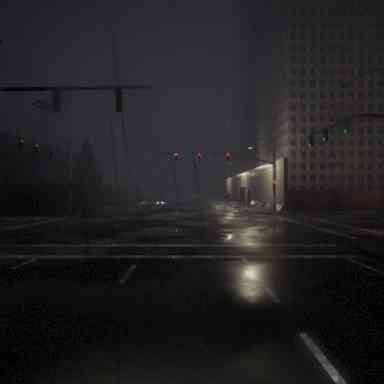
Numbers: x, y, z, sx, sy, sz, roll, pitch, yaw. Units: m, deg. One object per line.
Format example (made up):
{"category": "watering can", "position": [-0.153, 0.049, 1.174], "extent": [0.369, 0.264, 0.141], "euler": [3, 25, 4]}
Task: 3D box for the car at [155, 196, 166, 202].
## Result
{"category": "car", "position": [-7.000, 1.543, 74.521], "extent": [1.994, 1.385, 4.181], "euler": [0, 0, 0]}
